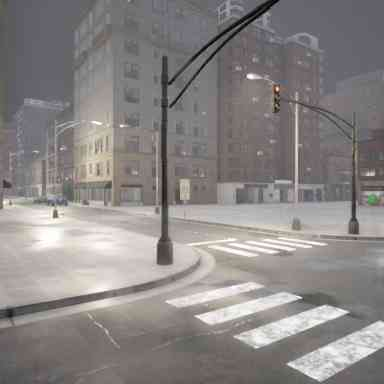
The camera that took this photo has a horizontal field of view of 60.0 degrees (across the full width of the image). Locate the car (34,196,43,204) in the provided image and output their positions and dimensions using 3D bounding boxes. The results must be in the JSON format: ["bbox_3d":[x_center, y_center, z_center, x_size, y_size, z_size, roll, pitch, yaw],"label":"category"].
[{"bbox_3d":[-25.417,1.287,56.319,1.994,1.385,4.181,0,0,-36],"label":"car"}]

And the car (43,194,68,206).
[{"bbox_3d":[-19.624,1.119,48.205,2.097,1.767,4.553,0,0,-36],"label":"car"}]
